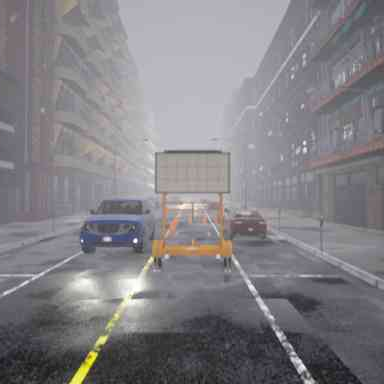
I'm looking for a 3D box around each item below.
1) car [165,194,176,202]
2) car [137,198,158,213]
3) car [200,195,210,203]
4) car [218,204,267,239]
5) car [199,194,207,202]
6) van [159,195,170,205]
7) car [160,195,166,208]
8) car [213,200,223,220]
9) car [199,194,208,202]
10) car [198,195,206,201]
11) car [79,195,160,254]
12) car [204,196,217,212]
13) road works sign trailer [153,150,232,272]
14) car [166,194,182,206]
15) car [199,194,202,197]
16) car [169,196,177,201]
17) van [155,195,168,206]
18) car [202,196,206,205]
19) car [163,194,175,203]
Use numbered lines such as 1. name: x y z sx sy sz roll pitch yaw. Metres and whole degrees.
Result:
1. car: -5.050 1.408 77.983 2.192 1.841 5.009 1 0 0
2. car: -5.176 1.534 39.100 1.752 1.417 4.829 2 0 0
3. car: 2.817 1.516 72.368 1.967 1.590 4.097 1 0 0
4. car: 2.635 1.538 17.060 1.887 1.381 4.507 1 0 0
5. car: 2.773 1.591 61.306 1.887 1.381 4.507 1 0 0
6. van: -5.103 1.388 61.393 1.690 1.788 3.998 1 0 0
7. car: -5.153 1.331 44.802 2.192 1.841 5.009 2 0 0
8. car: 2.653 1.520 22.762 1.752 1.417 4.829 1 0 0
9. car: 2.812 1.425 83.430 2.192 1.841 5.009 1 0 0
10. car: 2.843 1.592 94.493 1.967 1.590 4.097 1 0 0
11. car: -2.808 1.214 13.824 2.150 2.045 5.566 0 0 0
12. car: 2.704 1.554 39.183 1.887 1.381 4.507 1 0 0
13. road works sign trailer: 0.021 0.458 10.748 2.380 3.560 2.880 0 0 0
14. car: -2.668 1.383 54.491 2.097 1.767 4.553 0 0 0
15. car: 2.790 1.605 66.836 1.887 1.381 4.507 1 0 0
16. car: -5.023 1.696 89.045 1.947 1.339 4.313 1 0 0
17. van: -5.119 1.375 55.861 1.690 1.788 3.998 2 0 0
18. car: 2.721 1.566 44.714 2.008 1.369 4.403 1 0 0
19. car: -5.068 1.391 72.453 2.192 1.841 5.009 1 0 0
